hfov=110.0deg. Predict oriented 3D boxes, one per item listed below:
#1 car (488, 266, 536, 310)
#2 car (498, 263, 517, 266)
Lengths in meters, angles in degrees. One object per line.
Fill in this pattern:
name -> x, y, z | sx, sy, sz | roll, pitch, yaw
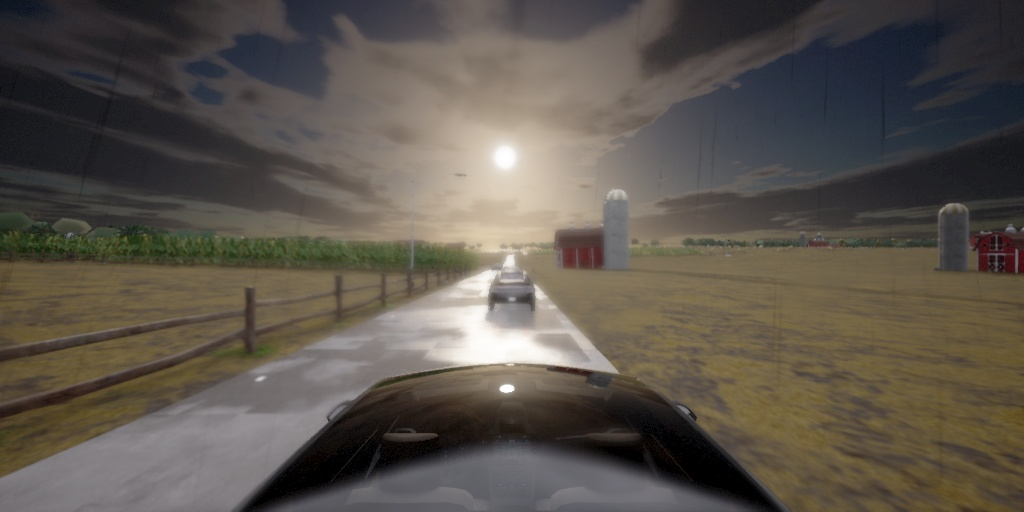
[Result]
car -> 0.016, 1.372, 15.366 | 2.128, 1.511, 4.902 | 0, 0, 0
car -> 0.016, 1.533, 31.115 | 1.882, 1.535, 5.008 | 0, 0, 0
